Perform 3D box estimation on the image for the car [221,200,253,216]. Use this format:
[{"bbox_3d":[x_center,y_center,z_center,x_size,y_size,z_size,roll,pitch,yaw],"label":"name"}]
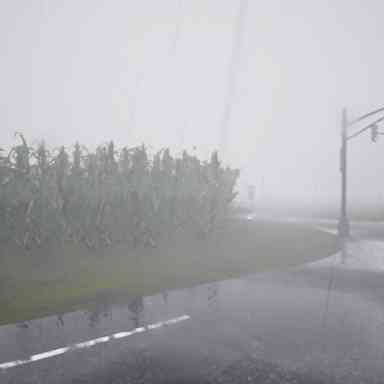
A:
[{"bbox_3d":[3.604,1.467,32.276,2.033,1.411,5.357,1,0,-26],"label":"car"}]
